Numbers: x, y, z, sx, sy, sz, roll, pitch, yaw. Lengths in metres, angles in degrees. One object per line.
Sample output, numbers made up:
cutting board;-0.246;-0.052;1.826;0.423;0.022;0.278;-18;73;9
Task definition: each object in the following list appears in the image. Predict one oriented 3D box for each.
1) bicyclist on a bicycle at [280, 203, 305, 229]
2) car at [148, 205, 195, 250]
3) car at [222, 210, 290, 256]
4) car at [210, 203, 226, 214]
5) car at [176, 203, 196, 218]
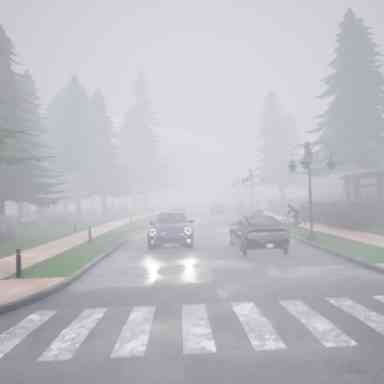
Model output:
bicyclist on a bicycle;6.395;1.553;21.262;1.656;1.620;0.582;-2;-1;-1
car;-0.989;1.782;16.753;2.097;1.767;4.553;-2;-1;-1
car;2.767;1.764;14.468;2.128;1.511;4.902;-2;-1;-1
car;3.622;2.272;45.998;1.994;1.385;4.181;-2;-1;7
car;-0.684;2.251;40.770;1.882;1.535;5.008;-2;-1;5
